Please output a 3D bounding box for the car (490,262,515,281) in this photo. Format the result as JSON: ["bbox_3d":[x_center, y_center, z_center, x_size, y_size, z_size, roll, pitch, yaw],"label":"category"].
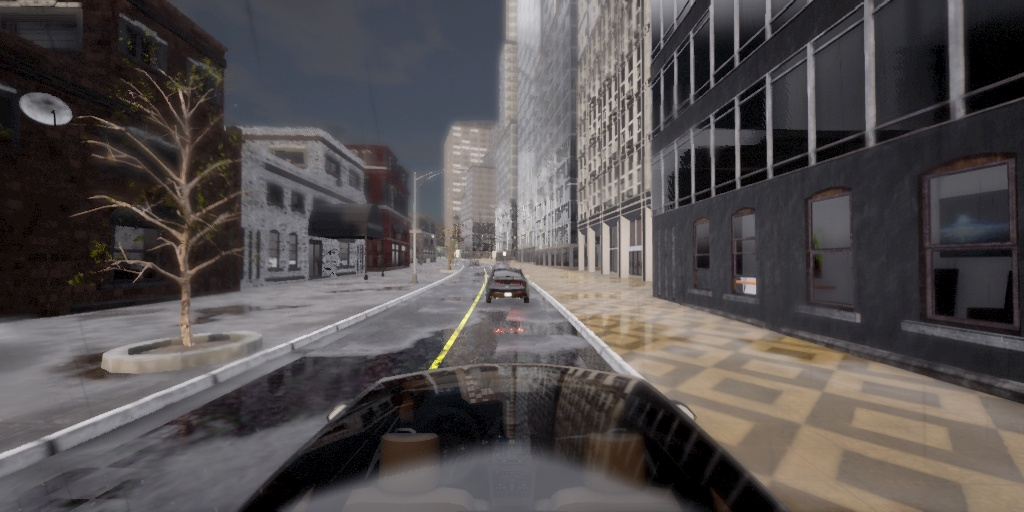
[{"bbox_3d":[-0.902,1.308,31.572,2.033,1.411,5.357,0,0,-3],"label":"car"}]

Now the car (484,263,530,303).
[{"bbox_3d":[-0.226,1.267,16.545,1.837,1.490,4.892,0,0,-2],"label":"car"}]
